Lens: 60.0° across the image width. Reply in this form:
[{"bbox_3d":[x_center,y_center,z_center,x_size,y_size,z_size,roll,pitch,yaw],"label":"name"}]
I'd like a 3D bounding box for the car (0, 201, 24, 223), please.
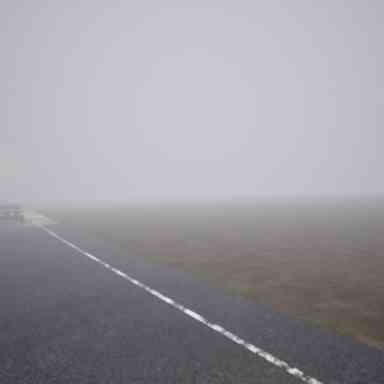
[{"bbox_3d":[-14.531,1.671,26.542,2.033,1.411,5.357,0,0,-31],"label":"car"}]
